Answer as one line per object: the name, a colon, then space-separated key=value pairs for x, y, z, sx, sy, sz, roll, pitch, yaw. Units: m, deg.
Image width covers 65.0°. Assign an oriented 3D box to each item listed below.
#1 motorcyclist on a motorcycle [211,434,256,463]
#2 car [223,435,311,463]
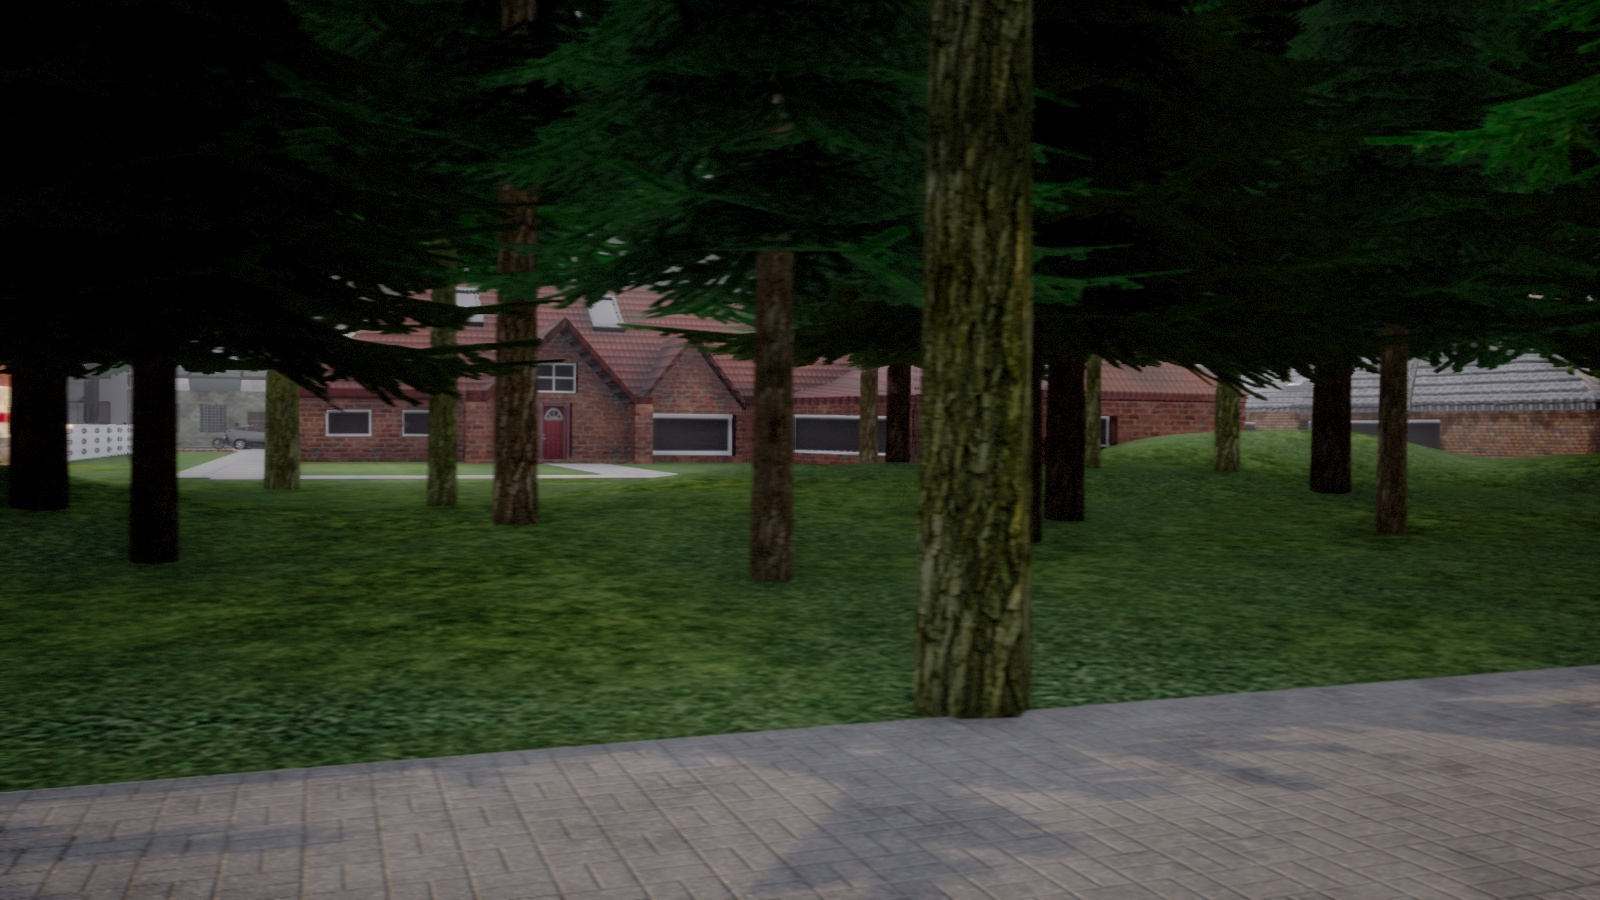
motorcyclist on a motorcycle: x=-33.647 y=-0.102 z=74.614 sx=2.350 sy=1.649 sz=0.766 roll=-1 pitch=1 yaw=-21
car: x=-30.311 y=-0.092 z=71.602 sx=4.514 sy=1.525 sz=2.007 roll=-1 pitch=1 yaw=-21
